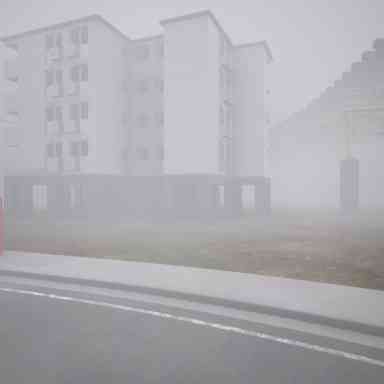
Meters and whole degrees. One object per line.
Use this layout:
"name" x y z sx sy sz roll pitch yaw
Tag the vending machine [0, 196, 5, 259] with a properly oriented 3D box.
"vending machine" -6.995 1.195 10.984 0.880 2.100 1.100 0 0 21
